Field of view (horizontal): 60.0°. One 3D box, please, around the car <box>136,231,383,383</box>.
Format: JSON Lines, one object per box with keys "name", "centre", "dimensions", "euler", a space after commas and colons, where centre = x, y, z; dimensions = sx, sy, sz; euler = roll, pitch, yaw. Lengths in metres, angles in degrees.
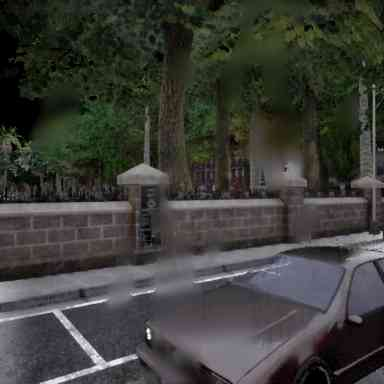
{"name": "car", "centre": [1.959, 1.547, 4.780], "dimensions": [5.357, 1.411, 2.033], "euler": [0, 0, -36]}
